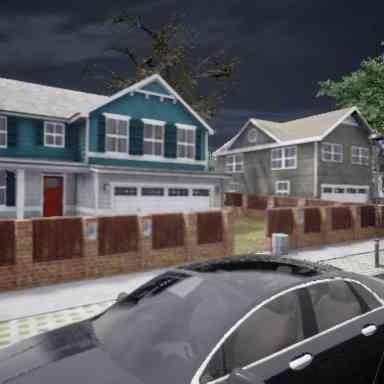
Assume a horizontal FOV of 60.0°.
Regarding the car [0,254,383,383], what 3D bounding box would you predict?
[{"bbox_3d":[0.380,1.487,3.264,4.892,1.490,1.837,0,0,-34],"label":"car"}]
